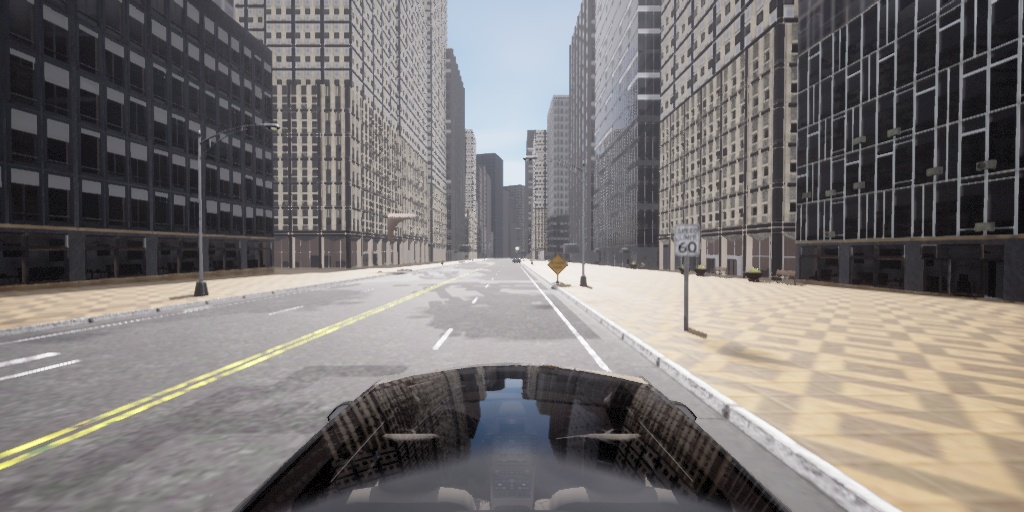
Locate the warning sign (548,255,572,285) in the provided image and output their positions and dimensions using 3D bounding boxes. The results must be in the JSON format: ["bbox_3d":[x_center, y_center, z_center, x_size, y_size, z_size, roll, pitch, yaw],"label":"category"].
[{"bbox_3d":[2.850,0.834,22.470,1.300,1.860,1.060,0,0,0],"label":"warning sign"}]
